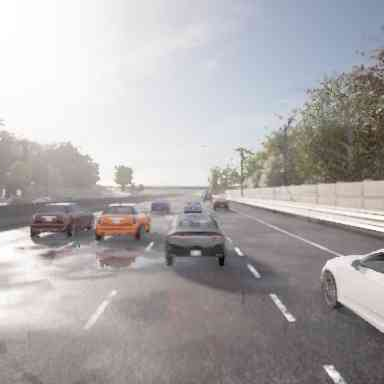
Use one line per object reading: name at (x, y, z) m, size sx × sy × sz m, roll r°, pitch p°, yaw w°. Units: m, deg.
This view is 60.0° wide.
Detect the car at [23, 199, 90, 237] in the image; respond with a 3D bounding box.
car at (-6.894, 1.358, 18.160) m, size 2.097 × 1.767 × 4.553 m, roll 0°, pitch 0°, yaw 0°

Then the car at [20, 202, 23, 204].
car at (-17.572, 1.545, 38.586) m, size 1.812 × 1.442 × 4.674 m, roll 0°, pitch 0°, yaw 0°

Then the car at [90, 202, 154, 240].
car at (-3.394, 1.357, 17.109) m, size 2.097 × 1.767 × 4.553 m, roll 0°, pitch 0°, yaw 0°

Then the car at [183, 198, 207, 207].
car at (0.112, 1.561, 32.966) m, size 2.033 × 1.411 × 5.357 m, roll 0°, pitch 0°, yaw 0°

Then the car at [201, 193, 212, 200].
car at (3.536, 1.280, 75.602) m, size 2.150 × 2.045 × 5.566 m, roll 0°, pitch 0°, yaw 0°

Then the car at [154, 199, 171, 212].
car at (-3.382, 1.494, 36.767) m, size 1.882 × 1.535 × 5.008 m, roll 0°, pitch 0°, yaw 0°

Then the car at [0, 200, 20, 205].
car at (-21.074, 1.567, 38.096) m, size 2.033 × 1.411 × 5.357 m, roll 0°, pitch 0°, yaw 0°

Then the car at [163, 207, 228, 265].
car at (0.106, 1.494, 11.717) m, size 2.128 × 1.511 × 4.902 m, roll 0°, pitch 0°, yaw 0°

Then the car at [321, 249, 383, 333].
car at (3.568, 1.495, 4.913) m, size 1.812 × 1.442 × 4.674 m, roll 0°, pitch 0°, yaw 0°

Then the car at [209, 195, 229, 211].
car at (3.519, 1.468, 41.561) m, size 1.882 × 1.535 × 5.008 m, roll 0°, pitch 0°, yaw 0°
